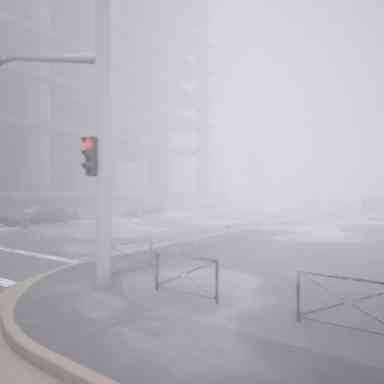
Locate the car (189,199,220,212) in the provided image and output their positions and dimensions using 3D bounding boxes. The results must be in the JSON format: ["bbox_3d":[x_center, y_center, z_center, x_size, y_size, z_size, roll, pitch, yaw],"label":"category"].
[{"bbox_3d":[1.548,1.607,40.197,2.128,1.511,4.902,-1,0,35],"label":"car"}]

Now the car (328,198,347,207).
[{"bbox_3d":[22.407,1.635,51.163,1.895,1.301,4.718,-1,0,35],"label":"car"}]

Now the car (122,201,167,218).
[{"bbox_3d":[-4.464,1.592,31.721,1.882,1.535,5.008,-1,0,35],"label":"car"}]

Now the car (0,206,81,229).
[{"bbox_3d":[-10.459,1.661,23.259,2.033,1.411,5.357,-1,0,35],"label":"car"}]

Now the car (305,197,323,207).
[{"bbox_3d":[19.496,1.566,53.107,1.837,1.490,4.892,-1,0,35],"label":"car"}]
